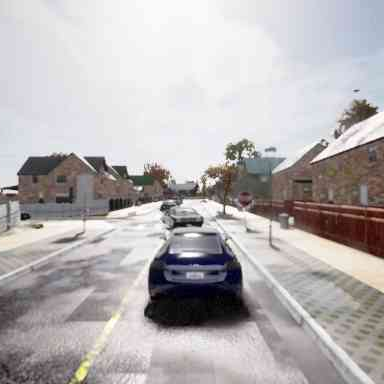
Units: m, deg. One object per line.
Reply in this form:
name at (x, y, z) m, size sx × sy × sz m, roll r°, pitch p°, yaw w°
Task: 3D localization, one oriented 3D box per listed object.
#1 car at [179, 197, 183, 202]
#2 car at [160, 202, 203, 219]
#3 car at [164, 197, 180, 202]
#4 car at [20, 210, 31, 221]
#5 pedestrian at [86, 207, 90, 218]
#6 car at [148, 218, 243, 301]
car at (-2.848, 1.535, 51.434) m, size 2.097 × 1.767 × 4.553 m, roll 0°, pitch 0°, yaw 0°
car at (-0.755, 1.598, 21.548) m, size 1.895 × 1.301 × 4.718 m, roll -1°, pitch 2°, yaw -14°
car at (-2.856, 1.695, 41.462) m, size 1.994 × 1.385 × 4.181 m, roll 0°, pitch 0°, yaw 0°
car at (-15.168, 1.755, 26.618) m, size 4.181 × 1.385 × 1.994 m, roll -1°, pitch -3°, yaw 8°
pedestrian at (-9.917, 1.894, 31.844) m, size 0.500 × 1.100 × 0.500 m, roll 0°, pitch -2°, yaw 5°
car at (0.089, 1.578, 8.418) m, size 1.994 × 1.385 × 4.181 m, roll 0°, pitch 0°, yaw 1°
